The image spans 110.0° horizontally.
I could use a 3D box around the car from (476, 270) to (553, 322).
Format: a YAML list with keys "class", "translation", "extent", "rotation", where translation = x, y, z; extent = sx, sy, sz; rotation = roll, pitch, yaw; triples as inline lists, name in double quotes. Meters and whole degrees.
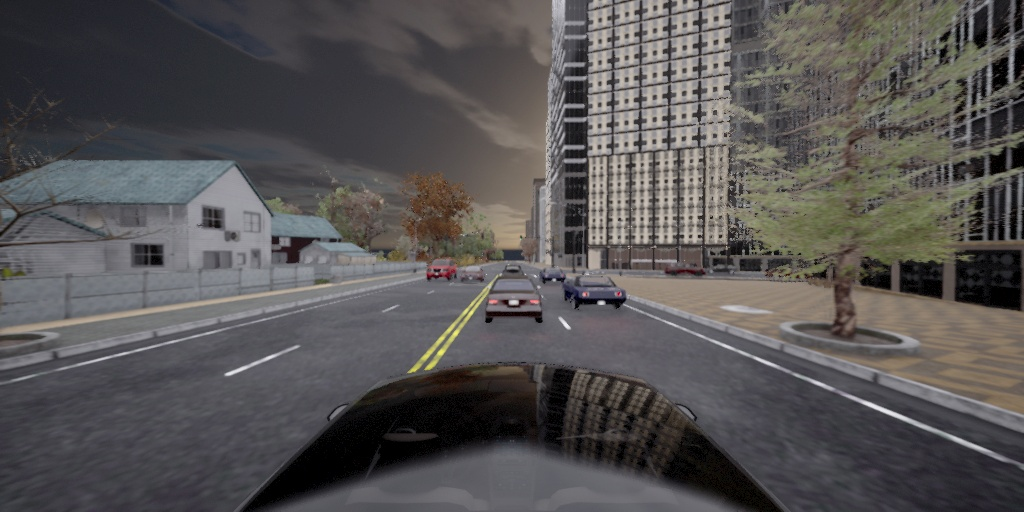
- class: "car"
  translation: [0.067, 1.395, 12.737]
  extent: [2.033, 1.411, 5.357]
  rotation: [0, 0, 0]

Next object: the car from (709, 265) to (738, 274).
- class: "car"
  translation: [31.048, 1.960, 53.301]
  extent: [4.403, 1.370, 2.007]
  rotation: [0, 0, 20]

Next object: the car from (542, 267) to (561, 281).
- class: "car"
  translation: [3.330, 1.613, 30.375]
  extent: [1.895, 1.301, 4.718]
  rotation: [0, -1, 0]

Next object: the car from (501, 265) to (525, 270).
- class: "car"
  translation: [0.081, 1.521, 30.904]
  extent: [1.837, 1.490, 4.892]
  rotation: [0, -1, 0]

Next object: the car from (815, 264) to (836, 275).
- class: "car"
  translation: [38.983, 1.912, 42.003]
  extent: [5.009, 1.841, 2.192]
  rotation: [0, 0, 20]

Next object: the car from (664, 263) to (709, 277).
- class: "car"
  translation: [23.014, 1.831, 47.852]
  extent: [5.009, 1.841, 2.192]
  rotation: [0, 0, 20]

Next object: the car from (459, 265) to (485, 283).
- class: "car"
  translation: [-3.342, 1.546, 31.287]
  extent: [1.812, 1.442, 4.674]
  rotation: [0, -1, 0]

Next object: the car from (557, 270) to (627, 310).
- class: "car"
  translation: [3.330, 1.474, 15.521]
  extent: [1.895, 1.301, 4.718]
  rotation: [0, -1, 0]

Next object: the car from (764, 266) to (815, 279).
- class: "car"
  translation: [33.660, 2.116, 43.953]
  extent: [4.507, 1.381, 1.888]
  rotation: [0, 0, 20]

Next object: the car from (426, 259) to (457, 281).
- class: "car"
  translation: [-6.588, 1.271, 34.204]
  extent: [2.150, 2.045, 5.566]
  rotation: [0, -1, 0]
